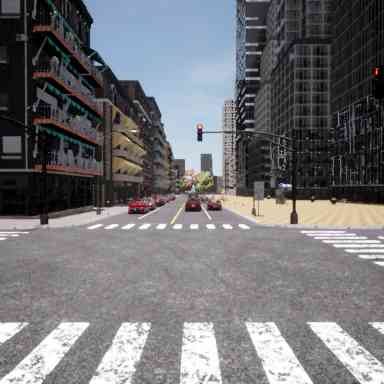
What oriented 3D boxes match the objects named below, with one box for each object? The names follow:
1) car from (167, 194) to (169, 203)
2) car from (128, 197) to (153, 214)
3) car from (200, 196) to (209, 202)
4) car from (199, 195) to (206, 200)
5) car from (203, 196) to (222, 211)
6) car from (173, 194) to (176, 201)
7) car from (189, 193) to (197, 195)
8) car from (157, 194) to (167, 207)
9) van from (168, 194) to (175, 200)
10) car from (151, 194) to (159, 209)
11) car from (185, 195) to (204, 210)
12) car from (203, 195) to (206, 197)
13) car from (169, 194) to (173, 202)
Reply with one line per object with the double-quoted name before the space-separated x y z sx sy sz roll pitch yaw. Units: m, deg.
"car" -5.604 1.439 58.006 1.967 1.590 4.097 -1 0 0
"car" -5.640 1.540 35.411 1.887 1.381 4.507 -1 0 0
"car" 2.774 1.548 74.997 1.887 1.381 4.507 -1 0 0
"car" 2.802 1.535 92.114 1.752 1.417 4.829 -1 0 0
"car" 2.716 1.540 41.103 1.887 1.381 4.507 -1 0 0
"car" -5.558 1.322 86.252 2.192 1.841 5.009 -1 0 0
"car" 0.234 1.223 70.047 2.150 2.045 5.566 0 0 0
"car" -5.615 1.312 52.358 2.192 1.841 5.009 -1 0 0
"van" -5.547 1.350 91.899 1.690 1.788 3.998 -1 0 0
"car" -5.633 1.436 41.060 1.967 1.590 4.097 -1 0 0
"car" 0.167 1.473 42.275 1.882 1.535 5.008 0 0 0
"car" 2.755 1.551 63.698 2.008 1.369 4.403 -1 0 0
"car" -5.583 1.584 69.305 1.802 1.307 4.206 -1 0 0
